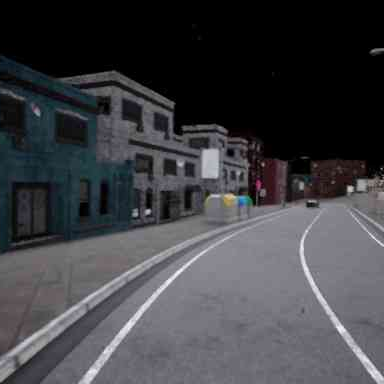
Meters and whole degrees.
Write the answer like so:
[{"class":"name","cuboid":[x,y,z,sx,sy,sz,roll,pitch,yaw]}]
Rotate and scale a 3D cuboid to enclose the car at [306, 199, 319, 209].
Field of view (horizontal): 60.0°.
[{"class":"car","cuboid":[19.992,1.950,55.186,1.882,1.535,5.008,2,0,23]}]
